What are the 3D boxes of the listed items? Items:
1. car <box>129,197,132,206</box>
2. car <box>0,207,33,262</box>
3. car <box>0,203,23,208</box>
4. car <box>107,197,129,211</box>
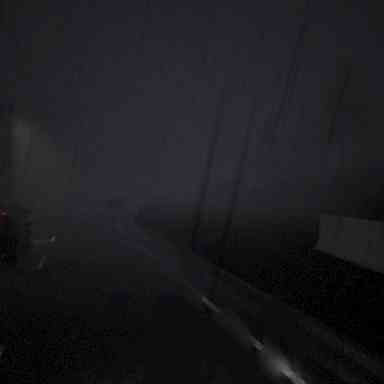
[{"bbox_3d":[-10.383,1.437,51.882,1.895,1.301,4.718,-1,0,-6],"label":"car"},{"bbox_3d":[-6.953,1.539,11.818,1.837,1.490,4.892,-1,0,-19],"label":"car"},{"bbox_3d":[-14.356,1.608,26.178,2.033,1.411,5.357,-1,0,-9],"label":"car"},{"bbox_3d":[-9.027,1.395,39.959,1.837,1.490,4.892,-1,0,-7],"label":"car"}]
